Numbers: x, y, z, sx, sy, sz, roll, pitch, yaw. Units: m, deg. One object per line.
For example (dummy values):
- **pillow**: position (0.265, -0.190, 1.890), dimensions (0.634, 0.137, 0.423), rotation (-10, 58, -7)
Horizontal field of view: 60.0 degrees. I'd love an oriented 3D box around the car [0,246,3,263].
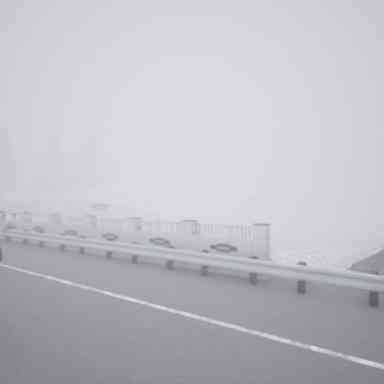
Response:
- **car**: position (-7.245, 1.580, 9.162), dimensions (4.718, 1.301, 1.895), rotation (0, 0, 36)
